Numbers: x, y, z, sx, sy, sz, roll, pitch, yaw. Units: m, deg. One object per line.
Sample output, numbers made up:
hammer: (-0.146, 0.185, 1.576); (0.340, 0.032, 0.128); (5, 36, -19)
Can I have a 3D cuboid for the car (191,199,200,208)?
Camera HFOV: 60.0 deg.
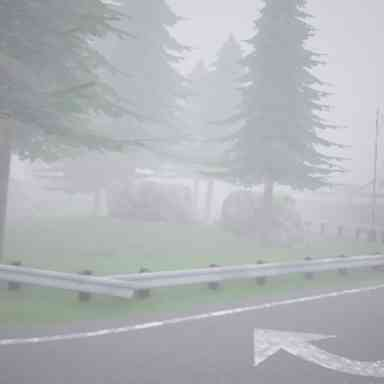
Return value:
car: (-0.683, 1.695, 45.620); (1.837, 1.490, 4.892); (2, 0, -25)
